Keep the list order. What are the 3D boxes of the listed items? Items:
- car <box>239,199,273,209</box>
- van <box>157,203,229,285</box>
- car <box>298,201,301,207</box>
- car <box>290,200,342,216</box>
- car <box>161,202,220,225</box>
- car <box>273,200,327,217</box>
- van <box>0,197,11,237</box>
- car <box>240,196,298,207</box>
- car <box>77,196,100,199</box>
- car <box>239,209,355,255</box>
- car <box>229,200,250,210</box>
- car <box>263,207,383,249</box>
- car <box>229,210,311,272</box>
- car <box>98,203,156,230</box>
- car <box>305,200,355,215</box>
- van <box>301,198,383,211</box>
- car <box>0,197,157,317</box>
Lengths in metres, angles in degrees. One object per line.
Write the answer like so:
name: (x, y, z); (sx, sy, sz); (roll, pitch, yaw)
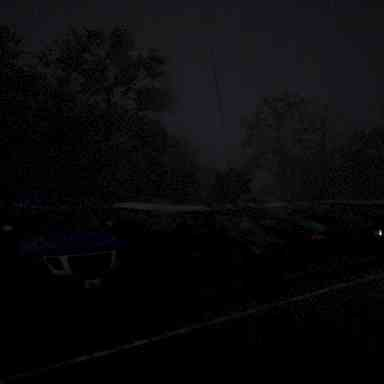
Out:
car: (4.373, 1.656, 29.764); (2.231, 1.521, 4.892); (0, 0, -36)
van: (-1.160, 1.323, 9.877); (1.878, 1.987, 4.442); (1, 0, -36)
car: (8.881, 1.672, 33.002); (2.097, 1.535, 5.008); (0, 0, -36)
car: (13.396, 1.691, 36.232); (2.231, 1.521, 4.892); (0, 0, -36)
car: (-0.256, 1.627, 26.687); (1.946, 1.575, 5.366); (0, 0, -36)
car: (11.139, 1.681, 34.617); (2.097, 1.535, 5.008); (0, 0, -36)
van: (-11.507, 1.288, 18.557); (1.878, 1.987, 4.442); (1, 0, -36)
car: (6.644, 1.412, 31.360); (2.435, 2.045, 5.566); (0, 0, -36)
car: (-6.906, 1.318, 21.670); (2.435, 2.045, 5.566); (1, 0, -36)
car: (3.471, 1.637, 13.042); (2.002, 1.452, 4.674); (1, 0, -36)
car: (2.113, 1.643, 28.148); (2.097, 1.535, 5.008); (0, 0, -36)
car: (5.736, 1.647, 14.701); (2.163, 1.488, 4.792); (0, 0, -36)
car: (1.186, 1.574, 11.419); (2.231, 1.521, 4.892); (1, 0, -36)
car: (-4.684, 1.623, 23.329); (2.163, 1.488, 4.792); (1, 0, -36)
car: (15.640, 1.728, 37.865); (2.163, 1.488, 4.792); (0, 0, -36)
van: (7.966, 1.406, 16.404); (1.878, 1.987, 4.442); (0, 0, -36)
car: (-3.354, 1.267, 8.130); (2.435, 2.045, 5.566); (1, 0, -36)
